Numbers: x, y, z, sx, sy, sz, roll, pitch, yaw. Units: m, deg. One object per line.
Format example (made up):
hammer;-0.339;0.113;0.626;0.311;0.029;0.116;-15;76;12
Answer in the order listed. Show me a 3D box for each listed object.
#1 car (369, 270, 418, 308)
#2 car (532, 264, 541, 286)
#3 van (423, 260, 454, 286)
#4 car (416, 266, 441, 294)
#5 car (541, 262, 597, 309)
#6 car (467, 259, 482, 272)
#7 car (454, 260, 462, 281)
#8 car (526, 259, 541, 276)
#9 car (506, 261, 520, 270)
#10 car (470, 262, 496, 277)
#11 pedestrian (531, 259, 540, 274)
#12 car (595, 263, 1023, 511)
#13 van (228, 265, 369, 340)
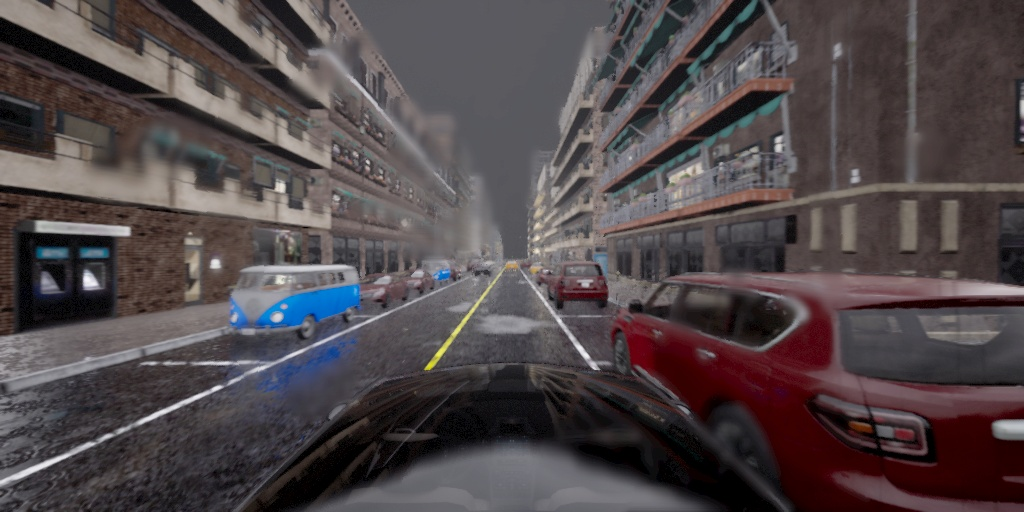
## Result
car;-5.662;1.418;15.495;1.802;1.307;4.207;0;0;0
car;2.684;1.493;26.794;1.802;1.307;4.207;0;0;0
van;-5.679;1.250;26.824;1.690;1.789;3.998;0;0;0
car;-5.666;1.455;21.159;1.802;1.307;4.207;0;0;0
car;2.686;1.152;15.467;2.192;1.841;5.009;0;0;0
car;-5.701;1.410;55.143;2.192;1.841;5.009;0;0;0
car;-5.708;1.261;32.487;2.192;1.841;5.009;0;0;0
car;2.993;1.469;42.426;1.801;1.575;5.366;0;0;0
car;0.015;1.617;60.434;1.882;1.535;5.008;0;-1;0
car;-3.098;1.593;39.446;1.895;1.301;4.718;0;0;0
pedestrian;2.980;1.348;45.412;0.375;1.860;0.375;-2;0;-5
car;2.688;1.080;4.138;2.192;1.841;5.009;0;0;0
van;-5.660;1.141;9.832;1.690;1.789;3.998;0;0;0
